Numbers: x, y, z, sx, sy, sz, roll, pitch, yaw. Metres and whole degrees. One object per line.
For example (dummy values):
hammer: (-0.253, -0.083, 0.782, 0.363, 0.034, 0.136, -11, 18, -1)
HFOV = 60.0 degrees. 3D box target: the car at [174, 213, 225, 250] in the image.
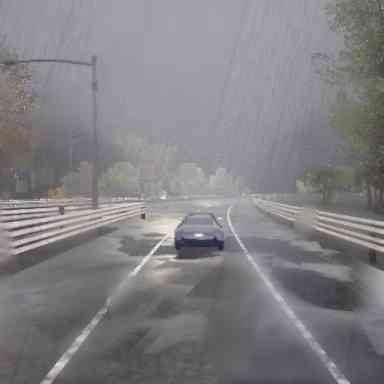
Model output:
car: (0.352, 1.567, 14.308, 1.994, 1.385, 4.181, 0, 0, 3)
